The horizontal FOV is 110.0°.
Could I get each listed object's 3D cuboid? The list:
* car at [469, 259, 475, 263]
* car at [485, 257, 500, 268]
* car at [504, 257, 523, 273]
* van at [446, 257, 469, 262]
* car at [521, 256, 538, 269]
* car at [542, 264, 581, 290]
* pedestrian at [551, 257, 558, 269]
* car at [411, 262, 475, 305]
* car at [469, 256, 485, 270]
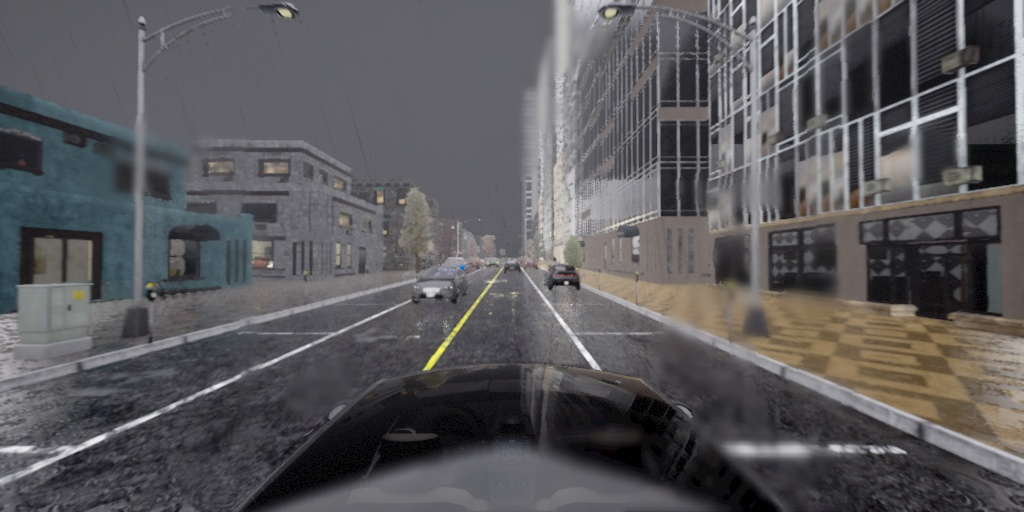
[{"bbox_3d":[-5.686,1.275,41.402,1.802,1.307,4.207,0,0,0],"label":"car"},{"bbox_3d":[-3.051,1.022,57.661,2.097,1.767,4.553,0,0,1],"label":"car"},{"bbox_3d":[0.049,1.170,41.555,1.882,1.535,5.008,0,0,0],"label":"car"},{"bbox_3d":[-5.687,1.042,35.758,1.690,1.789,3.998,0,0,0],"label":"van"},{"bbox_3d":[2.696,1.117,52.634,1.967,1.591,4.097,0,0,0],"label":"car"},{"bbox_3d":[3.002,1.225,22.146,1.837,1.490,4.892,0,0,0],"label":"car"},{"bbox_3d":[3.002,1.009,25.106,0.375,1.860,0.375,1,-1,0],"label":"pedestrian"},{"bbox_3d":[-3.098,1.220,16.138,2.128,1.511,4.902,0,0,0],"label":"car"},{"bbox_3d":[-5.685,0.992,52.690,2.192,1.841,5.009,0,0,0],"label":"car"}]
